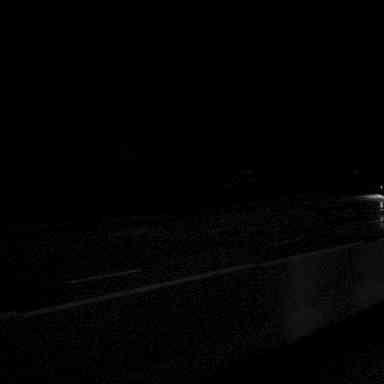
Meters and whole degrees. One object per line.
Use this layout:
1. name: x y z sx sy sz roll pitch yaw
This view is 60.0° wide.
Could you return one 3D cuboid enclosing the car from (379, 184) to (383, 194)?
1. car: 18.954 -0.663 30.338 4.674 1.442 1.812 -7 4 -35
